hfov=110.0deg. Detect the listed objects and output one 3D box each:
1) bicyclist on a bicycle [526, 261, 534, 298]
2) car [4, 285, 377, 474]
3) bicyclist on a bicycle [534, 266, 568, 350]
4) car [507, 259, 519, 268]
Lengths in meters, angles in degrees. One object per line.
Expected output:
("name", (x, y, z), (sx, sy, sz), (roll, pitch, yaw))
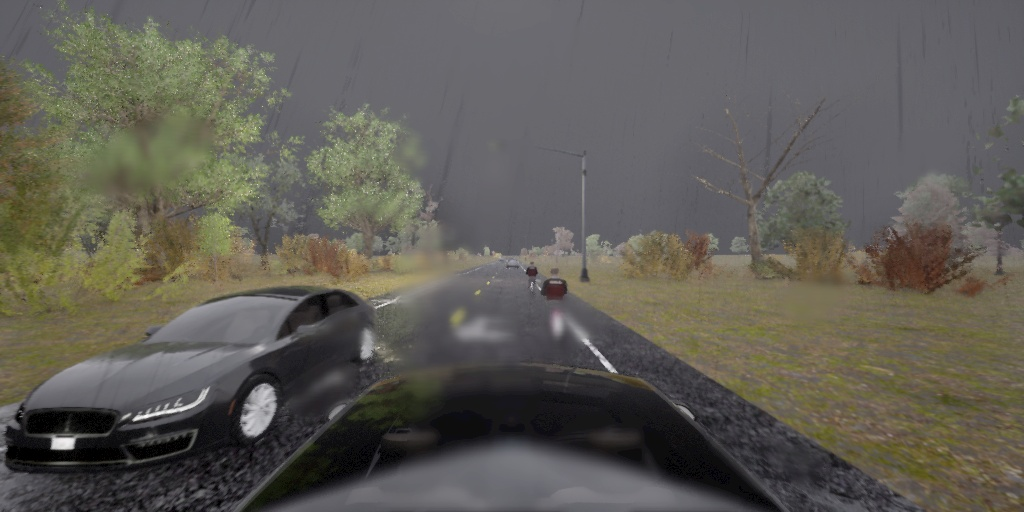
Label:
("bicyclist on a bicycle", (0.962, 1.120, 17.365), (0.659, 1.776, 1.843), (0, 0, 0))
("car", (-3.600, 1.255, 5.306), (1.837, 1.490, 4.892), (0, 0, 0))
("bicyclist on a bicycle", (0.962, 1.120, 8.156), (0.659, 1.776, 1.843), (0, 0, 0))
("car", (0.097, 1.300, 59.287), (1.994, 1.385, 4.181), (0, 0, 0))
